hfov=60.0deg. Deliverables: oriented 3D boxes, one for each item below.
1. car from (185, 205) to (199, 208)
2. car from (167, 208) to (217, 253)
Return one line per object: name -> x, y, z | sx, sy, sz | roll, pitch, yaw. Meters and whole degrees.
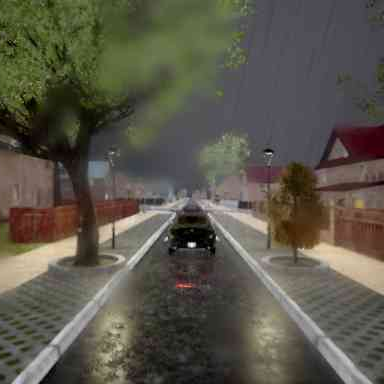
car -> -0.005, 1.854, 29.309 | 1.994, 1.385, 4.181 | 0, -1, 0
car -> -0.001, 1.646, 14.296 | 1.837, 1.490, 4.892 | 0, 0, 0
